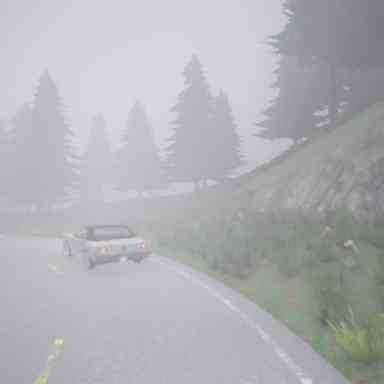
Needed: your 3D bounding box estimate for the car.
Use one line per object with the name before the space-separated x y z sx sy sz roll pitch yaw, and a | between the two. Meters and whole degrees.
car | -3.323 1.837 12.197 1.895 1.301 4.718 -1 -1 -33
